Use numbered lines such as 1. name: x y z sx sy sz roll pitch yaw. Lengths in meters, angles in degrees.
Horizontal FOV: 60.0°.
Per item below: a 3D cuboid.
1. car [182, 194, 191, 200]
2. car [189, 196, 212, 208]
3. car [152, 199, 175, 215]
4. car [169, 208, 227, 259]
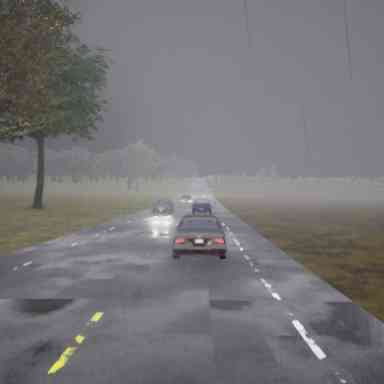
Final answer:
1. car: -1.213 1.027 73.776 1.895 1.301 4.718 0 1 2
2. car: 0.981 1.404 33.454 1.882 1.535 5.008 0 0 2
3. car: -2.737 1.415 32.868 2.128 1.511 4.902 0 0 2
4. car: 0.290 1.541 12.621 2.033 1.411 5.357 0 0 2
